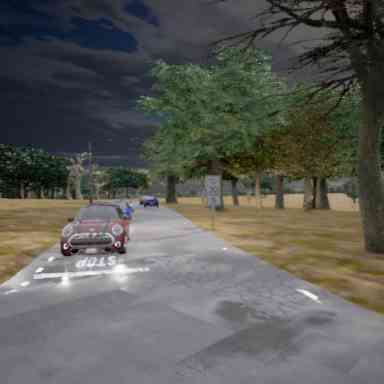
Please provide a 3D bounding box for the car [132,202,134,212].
[{"bbox_3d":[-5.342,1.384,23.575,1.882,1.535,5.008,-1,1,-8],"label":"car"}]

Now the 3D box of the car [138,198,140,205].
[{"bbox_3d":[-7.737,1.359,54.933,1.882,1.535,5.008,-1,0,-13],"label":"car"}]

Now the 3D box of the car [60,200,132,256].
[{"bbox_3d":[-3.560,1.277,12.834,2.097,1.767,4.553,-1,0,-9],"label":"car"}]

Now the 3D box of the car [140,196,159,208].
[{"bbox_3d":[-5.601,1.322,44.821,1.882,1.535,5.008,-1,0,-11],"label":"car"}]

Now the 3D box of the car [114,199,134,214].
[{"bbox_3d":[-7.198,1.489,35.707,1.895,1.301,4.718,-1,0,-9],"label":"car"}]
